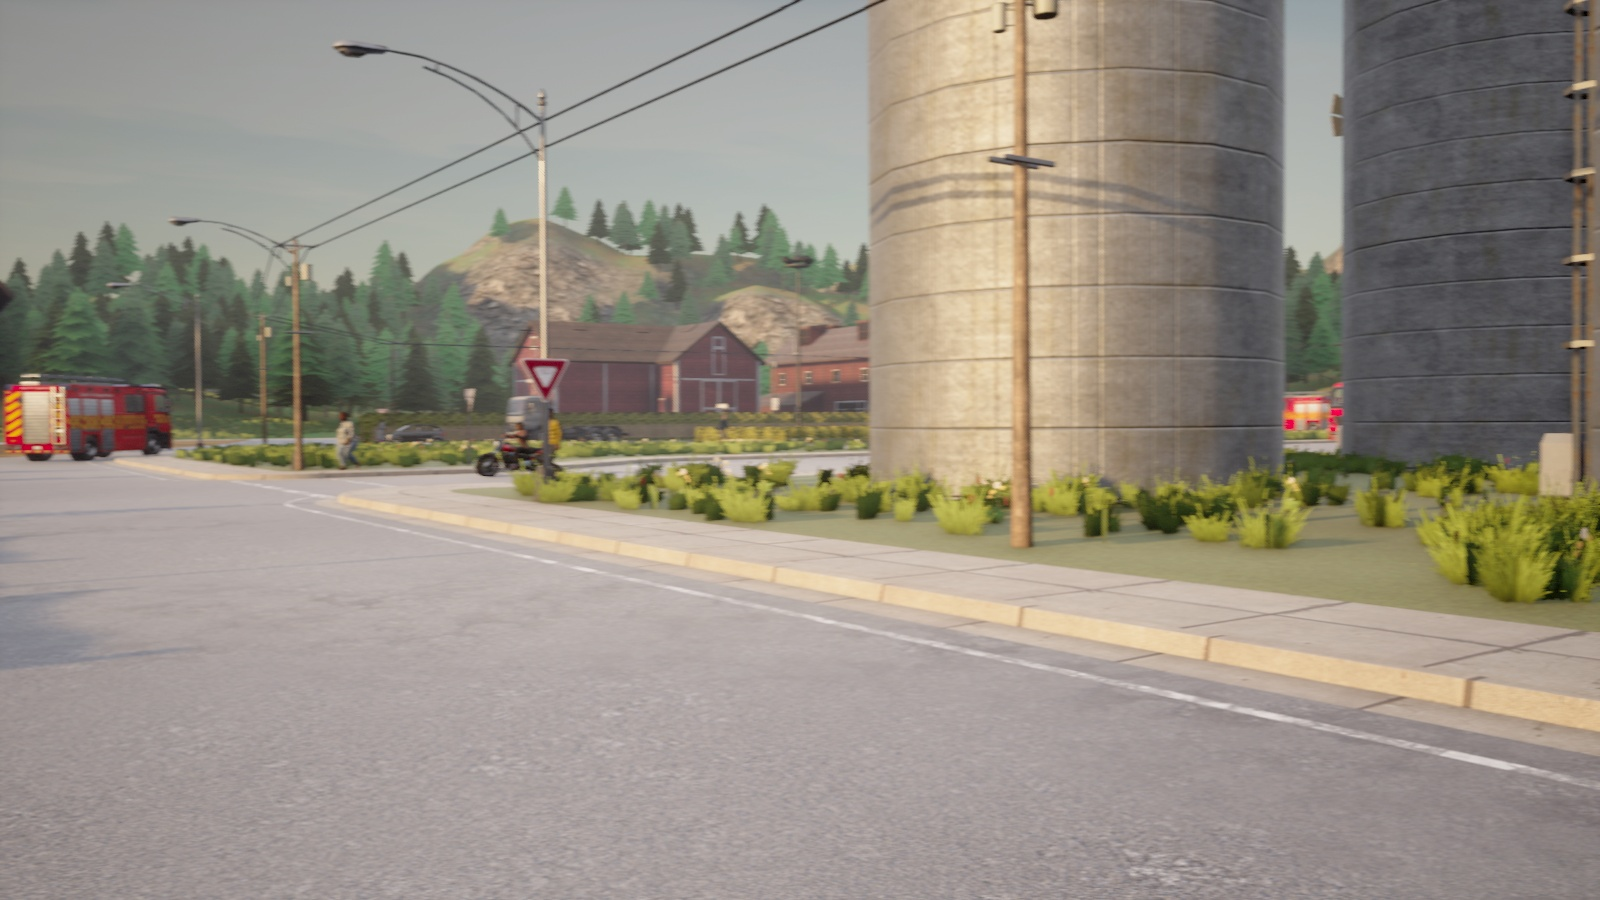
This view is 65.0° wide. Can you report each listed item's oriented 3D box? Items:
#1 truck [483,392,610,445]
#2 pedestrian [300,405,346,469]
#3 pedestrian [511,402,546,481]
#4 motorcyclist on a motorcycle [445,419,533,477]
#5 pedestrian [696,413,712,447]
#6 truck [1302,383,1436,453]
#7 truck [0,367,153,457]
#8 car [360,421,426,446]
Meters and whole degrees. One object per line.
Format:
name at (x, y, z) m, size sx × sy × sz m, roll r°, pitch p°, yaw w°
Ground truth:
truck at (-17.070, -2.123, 84.840) m, size 7.936 × 3.462 × 2.891 m, roll -1°, pitch 2°, yaw -36°
pedestrian at (-14.144, -0.387, 37.248) m, size 0.874 × 1.855 × 0.900 m, roll 1°, pitch 2°, yaw 33°
pedestrian at (-6.383, -0.204, 29.493) m, size 0.709 × 1.840 × 0.431 m, roll -1°, pitch 2°, yaw -28°
motorcyclist on a motorcycle at (-9.048, -0.074, 36.582) m, size 2.350 × 1.649 × 0.766 m, roll -1°, pitch 2°, yaw -37°
pedestrian at (-5.157, -1.079, 67.459) m, size 0.726 × 1.842 × 0.402 m, roll 1°, pitch 1°, yaw 24°
truck at (29.754, -1.654, 65.547) m, size 7.936 × 3.462 × 2.891 m, roll -1°, pitch 2°, yaw -37°
truck at (-33.575, -1.722, 57.903) m, size 2.891 × 3.827 × 8.468 m, roll 0°, pitch 1°, yaw 2°
car at (-25.622, -1.034, 79.030) m, size 3.705 × 1.549 × 1.789 m, roll -1°, pitch 1°, yaw -28°
